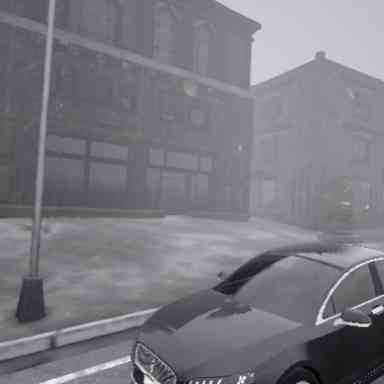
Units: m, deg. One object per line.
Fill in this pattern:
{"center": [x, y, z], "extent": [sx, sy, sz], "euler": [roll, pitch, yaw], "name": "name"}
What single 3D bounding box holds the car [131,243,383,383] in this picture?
{"center": [1.605, 1.521, 4.431], "extent": [4.892, 1.490, 1.837], "euler": [0, 0, -35], "name": "car"}
